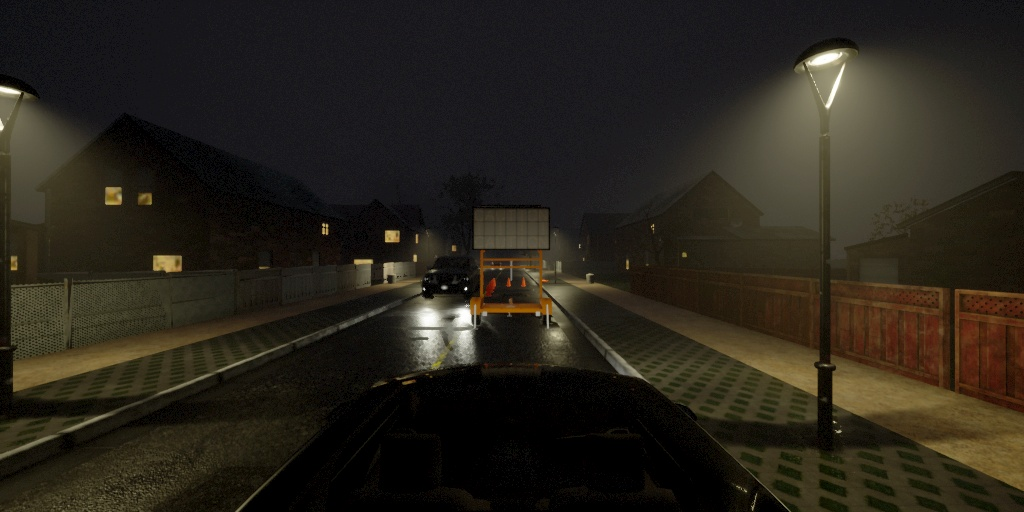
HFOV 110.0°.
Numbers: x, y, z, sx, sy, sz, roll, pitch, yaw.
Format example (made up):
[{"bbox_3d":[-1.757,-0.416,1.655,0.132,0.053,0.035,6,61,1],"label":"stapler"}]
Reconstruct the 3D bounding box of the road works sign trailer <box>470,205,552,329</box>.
[{"bbox_3d":[-0.021,0.222,11.198,2.380,3.560,2.880,0,0,0],"label":"road works sign trailer"}]

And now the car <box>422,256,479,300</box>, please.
[{"bbox_3d":[-2.888,0.994,18.037,2.150,2.045,5.566,0,0,0],"label":"car"}]
